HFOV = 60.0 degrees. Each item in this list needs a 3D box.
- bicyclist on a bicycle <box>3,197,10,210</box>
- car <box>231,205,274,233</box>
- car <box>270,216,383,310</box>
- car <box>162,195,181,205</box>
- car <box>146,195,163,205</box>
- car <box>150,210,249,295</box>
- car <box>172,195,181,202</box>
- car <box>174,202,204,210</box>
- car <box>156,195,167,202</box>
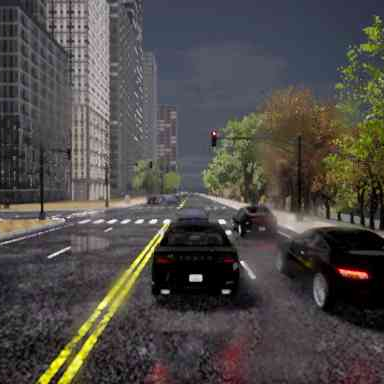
[{"bbox_3d":[-24.726,1.534,44.253,0.582,1.620,1.656,-1,1,0],"label":"bicyclist on a bicycle"},{"bbox_3d":[3.293,1.484,17.948,1.837,1.490,4.892,0,0,0],"label":"car"},{"bbox_3d":[3.317,1.517,7.649,1.812,1.442,4.674,0,0,0],"label":"car"},{"bbox_3d":[-3.420,1.481,57.298,2.033,1.411,5.357,0,0,0],"label":"car"},{"bbox_3d":[-6.669,1.438,57.337,1.837,1.490,4.892,0,0,0],"label":"car"},{"bbox_3d":[0.075,1.467,8.732,1.882,1.535,5.008,0,0,0],"label":"car"},{"bbox_3d":[-3.375,1.417,72.669,1.837,1.490,4.892,0,0,0],"label":"car"},{"bbox_3d":[0.039,1.526,18.541,2.033,1.411,5.357,0,0,0],"label":"car"},{"bbox_3d":[-6.625,1.442,72.472,2.128,1.511,4.902,0,0,0],"label":"car"}]
